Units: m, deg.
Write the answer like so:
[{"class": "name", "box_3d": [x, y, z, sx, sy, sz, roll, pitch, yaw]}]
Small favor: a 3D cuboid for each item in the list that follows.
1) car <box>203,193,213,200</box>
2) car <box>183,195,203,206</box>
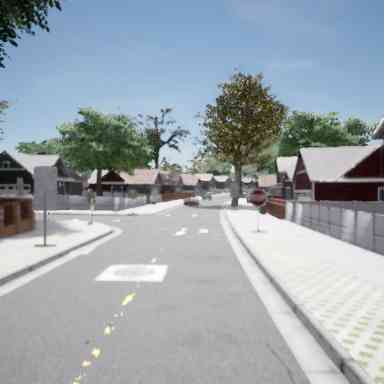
[{"class": "car", "box_3d": [3.238, 0.956, 69.971, 1.837, 1.490, 4.892, 0, 1, 9]}, {"class": "car", "box_3d": [-0.038, 1.345, 47.969, 1.895, 1.301, 4.718, 0, 1, 8]}]
